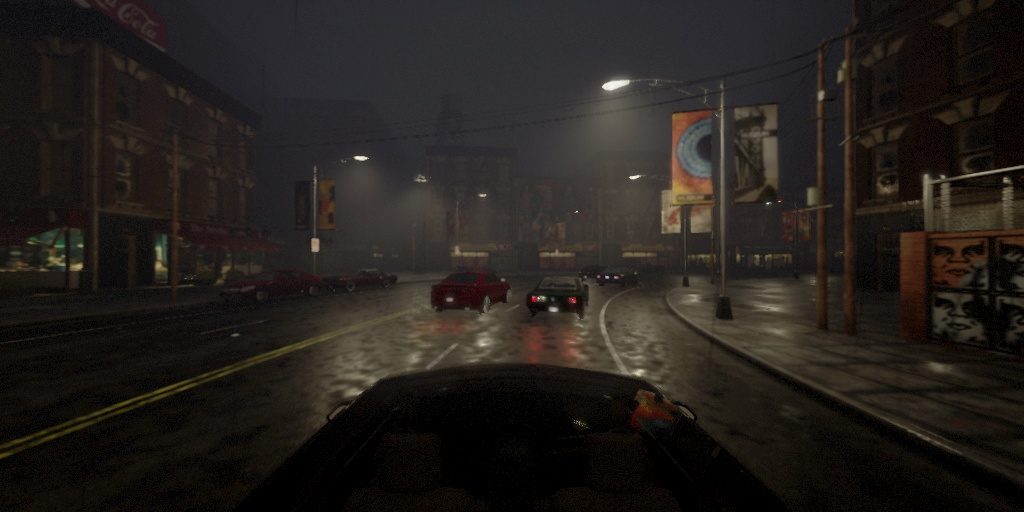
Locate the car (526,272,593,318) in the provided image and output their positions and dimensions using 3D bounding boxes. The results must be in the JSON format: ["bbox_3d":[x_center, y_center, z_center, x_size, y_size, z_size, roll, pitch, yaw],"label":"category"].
[{"bbox_3d":[1.918,1.446,13.636,1.895,1.301,4.718,0,0,15],"label":"car"}]

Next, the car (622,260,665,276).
[{"bbox_3d":[15.848,1.579,42.419,4.902,1.511,2.128,0,-1,-26],"label":"car"}]

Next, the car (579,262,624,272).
[{"bbox_3d":[7.714,1.497,31.600,1.837,1.490,4.892,-1,-1,41],"label":"car"}]

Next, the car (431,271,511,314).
[{"bbox_3d":[-1.453,1.324,14.462,1.882,1.535,5.008,0,0,15],"label":"car"}]

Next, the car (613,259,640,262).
[{"bbox_3d":[14.052,1.333,45.437,5.566,2.045,2.150,1,-1,-27],"label":"car"}]

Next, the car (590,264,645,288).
[{"bbox_3d":[7.863,1.500,26.362,2.033,1.411,5.357,0,-1,34],"label":"car"}]
